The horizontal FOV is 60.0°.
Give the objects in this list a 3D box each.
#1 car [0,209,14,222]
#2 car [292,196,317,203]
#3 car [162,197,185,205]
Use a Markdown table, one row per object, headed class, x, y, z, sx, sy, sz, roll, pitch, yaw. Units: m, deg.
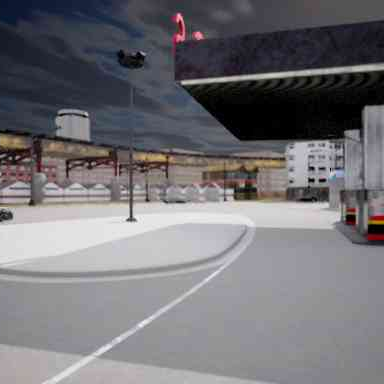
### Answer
| class | x | y | z | sx | sy | sz | roll | pitch | yaw |
| --- | --- | --- | --- | --- | --- | --- | --- | --- | --- |
| car | -15.365 | 1.565 | 24.229 | 1.994 | 1.385 | 4.181 | 0 | 0 | 38 |
| car | 23.169 | 1.523 | 68.375 | 4.902 | 1.511 | 2.128 | 0 | 0 | 1 |
| car | -3.364 | 1.563 | 60.293 | 4.181 | 1.385 | 1.994 | 0 | 0 | -37 |
